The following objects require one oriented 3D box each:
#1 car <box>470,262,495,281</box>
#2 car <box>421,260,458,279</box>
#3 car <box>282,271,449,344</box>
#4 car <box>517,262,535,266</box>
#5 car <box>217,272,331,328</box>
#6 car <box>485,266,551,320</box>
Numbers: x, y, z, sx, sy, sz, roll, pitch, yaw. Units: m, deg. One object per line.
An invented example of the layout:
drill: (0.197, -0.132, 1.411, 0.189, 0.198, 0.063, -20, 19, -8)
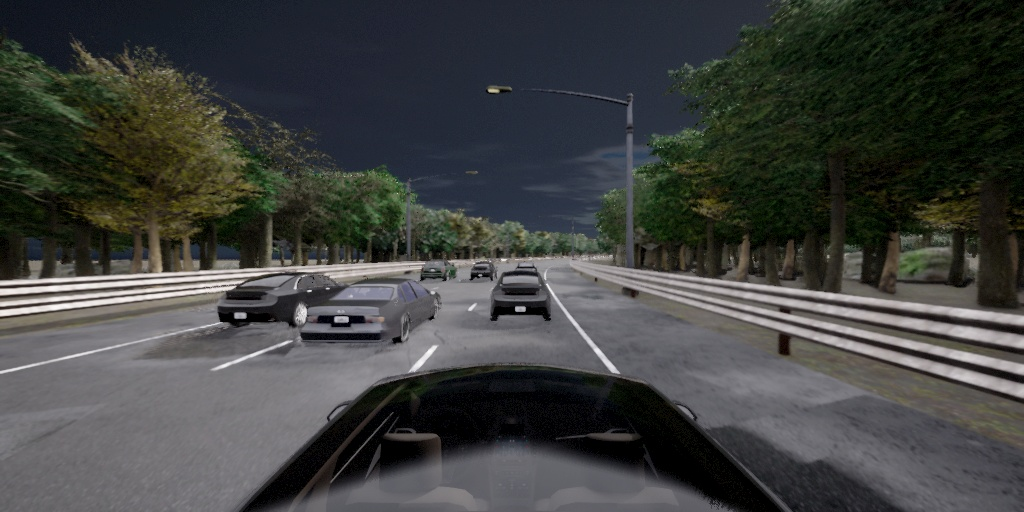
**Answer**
car: (-2.292, 1.257, 30.270, 1.837, 1.490, 4.892, 0, 0, 4)
car: (-5.867, 1.101, 29.295, 2.097, 1.767, 4.553, 0, 0, 4)
car: (-3.292, 1.295, 9.542, 2.033, 1.411, 5.357, 0, 0, 1)
car: (1.252, 1.247, 30.754, 2.128, 1.511, 4.902, 0, 0, 4)
car: (-6.731, 1.249, 11.378, 1.837, 1.490, 4.892, 0, 0, 1)
car: (0.311, 1.257, 12.555, 1.837, 1.490, 4.892, 0, 0, 2)
